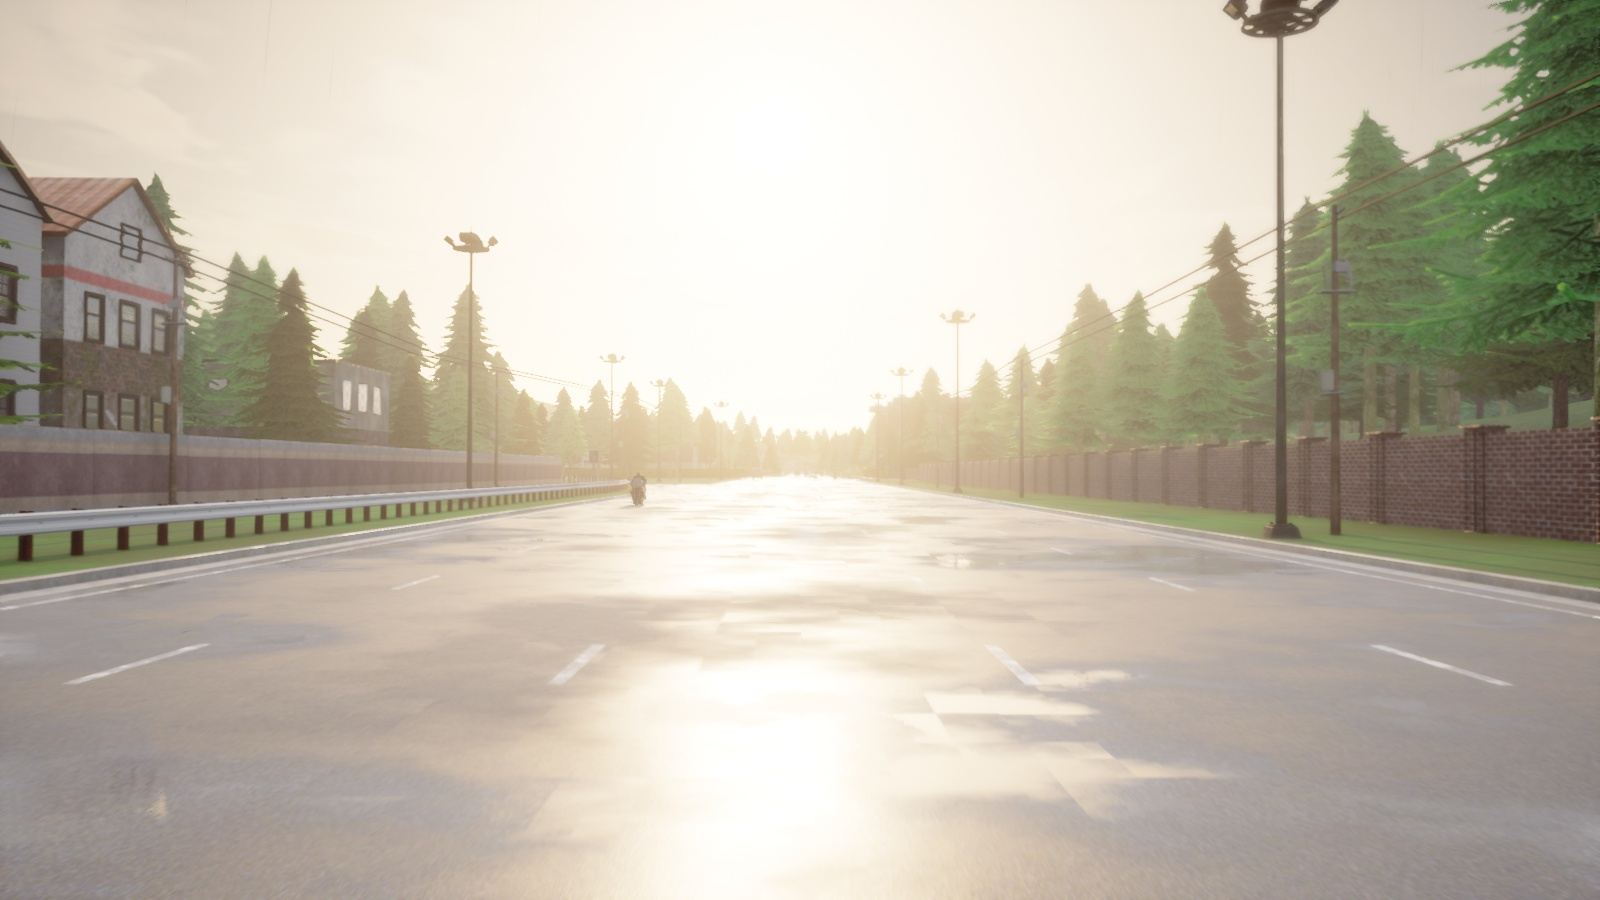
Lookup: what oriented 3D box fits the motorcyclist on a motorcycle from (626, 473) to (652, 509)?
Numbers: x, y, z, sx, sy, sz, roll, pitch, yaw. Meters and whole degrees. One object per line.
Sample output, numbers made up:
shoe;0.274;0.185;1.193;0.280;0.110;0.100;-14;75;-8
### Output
motorcyclist on a motorcycle;-7.134;1.811;55.728;0.866;1.530;2.191;0;-1;0
